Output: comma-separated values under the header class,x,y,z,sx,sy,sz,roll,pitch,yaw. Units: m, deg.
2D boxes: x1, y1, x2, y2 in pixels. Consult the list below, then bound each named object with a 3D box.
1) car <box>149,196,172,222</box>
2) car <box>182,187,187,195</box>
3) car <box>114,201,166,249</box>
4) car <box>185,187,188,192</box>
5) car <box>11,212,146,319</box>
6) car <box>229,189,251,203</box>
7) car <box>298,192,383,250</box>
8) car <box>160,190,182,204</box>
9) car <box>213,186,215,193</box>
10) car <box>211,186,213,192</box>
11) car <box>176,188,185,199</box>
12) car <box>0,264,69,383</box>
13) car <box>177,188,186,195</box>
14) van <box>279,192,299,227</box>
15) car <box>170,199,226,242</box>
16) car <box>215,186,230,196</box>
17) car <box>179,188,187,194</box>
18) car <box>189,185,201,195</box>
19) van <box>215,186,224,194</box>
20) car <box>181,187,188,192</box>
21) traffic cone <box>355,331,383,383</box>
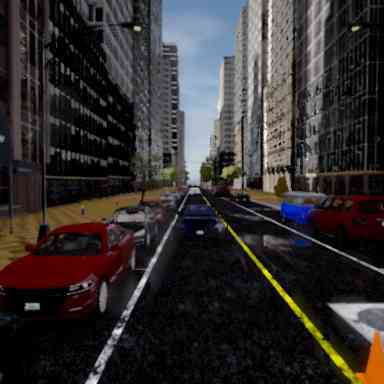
class,x,y,z,sx,sy,sz,roll,pitch,yaw
car,-2.294,1.137,18.460,1.802,1.307,4.206,0,1,0
car,-2.201,0.328,52.552,1.802,1.307,4.206,0,1,0
car,-2.310,1.241,12.777,2.008,1.369,4.403,0,1,0
car,-2.187,0.051,58.230,1.967,1.590,4.097,0,1,0
car,-2.325,1.369,7.095,1.887,1.381,4.507,0,1,0
car,6.148,0.581,41.164,2.008,1.369,4.403,0,1,0
car,6.069,1.019,12.749,2.192,1.841,5.009,0,1,0
car,-2.263,0.837,29.823,2.008,1.369,4.403,0,1,0
car,6.224,-0.331,69.570,2.192,1.841,5.009,0,1,0
car,6.256,-0.477,80.936,1.967,1.590,4.097,0,1,0
car,-2.232,0.567,41.187,2.008,1.369,4.403,0,1,0
car,-2.340,1.525,1.413,1.947,1.339,4.313,0,1,0
car,-2.155,-0.130,69.427,1.752,1.417,4.829,0,1,0
van,6.085,0.910,18.432,1.690,1.788,3.998,0,1,0
car,0.292,1.227,14.091,1.994,1.385,4.181,0,1,0
car,6.208,-0.195,63.887,2.192,1.841,5.009,0,1,0
car,-2.124,-0.365,80.962,1.947,1.339,4.313,0,1,0
car,0.538,-0.384,67.603,2.150,2.045,5.566,0,1,0
van,6.239,-0.440,75.252,1.690,1.788,3.998,0,1,0
car,-2.093,-0.651,92.326,2.008,1.369,4.403,0,1,0
traffic cone,2.088,1.866,3.757,0.340,0.580,0.340,0,1,0
